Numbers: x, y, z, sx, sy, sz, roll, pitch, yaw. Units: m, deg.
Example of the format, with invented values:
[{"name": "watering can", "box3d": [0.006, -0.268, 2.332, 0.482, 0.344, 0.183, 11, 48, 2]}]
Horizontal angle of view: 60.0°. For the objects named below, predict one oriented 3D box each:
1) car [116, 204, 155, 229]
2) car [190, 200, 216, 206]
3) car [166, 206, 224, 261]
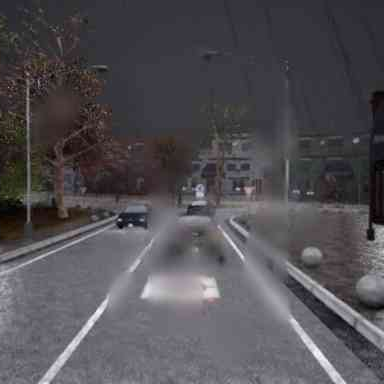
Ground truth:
[{"name": "car", "box3d": [-3.510, 1.517, 21.779, 2.033, 1.411, 5.357, 0, 0, 0]}, {"name": "car", "box3d": [0.920, 1.397, 27.886, 1.882, 1.535, 5.008, 0, 1, 12]}, {"name": "car", "box3d": [0.102, 1.514, 12.385, 1.837, 1.490, 4.892, 0, 0, 0]}]
